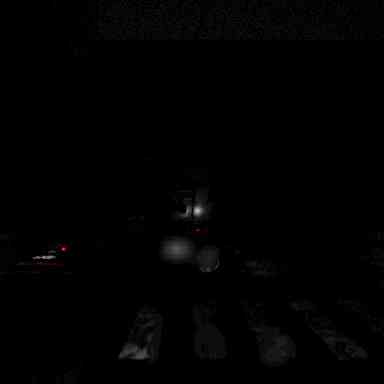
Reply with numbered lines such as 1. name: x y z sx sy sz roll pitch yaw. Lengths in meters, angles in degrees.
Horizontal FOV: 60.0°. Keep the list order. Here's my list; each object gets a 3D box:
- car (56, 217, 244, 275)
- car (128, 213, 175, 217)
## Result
1. car: -1.202 1.624 10.134 5.357 1.411 2.033 0 -1 0
2. car: -2.043 1.625 13.085 4.892 1.490 1.837 0 -1 0
